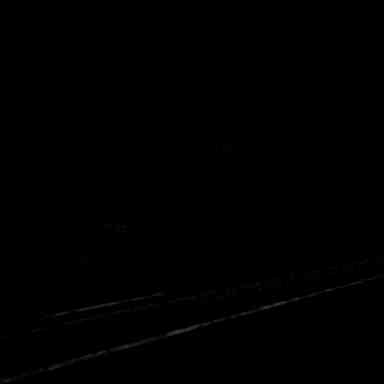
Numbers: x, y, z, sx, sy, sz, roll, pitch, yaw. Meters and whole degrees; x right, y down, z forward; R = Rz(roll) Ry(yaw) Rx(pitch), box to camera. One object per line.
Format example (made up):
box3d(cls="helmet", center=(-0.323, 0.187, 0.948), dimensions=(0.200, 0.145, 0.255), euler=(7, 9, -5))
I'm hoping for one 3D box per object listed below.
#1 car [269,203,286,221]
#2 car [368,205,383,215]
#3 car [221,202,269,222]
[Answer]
box3d(cls="car", center=(6.634, 1.733, 31.294), dimensions=(2.185, 1.767, 4.553), euler=(1, -1, -36))
box3d(cls="car", center=(26.505, 2.436, 45.328), dimensions=(2.002, 1.452, 4.674), euler=(2, -1, -35))
box3d(cls="car", center=(4.087, 1.831, 29.401), dimensions=(2.002, 1.452, 4.674), euler=(2, -1, -36))
